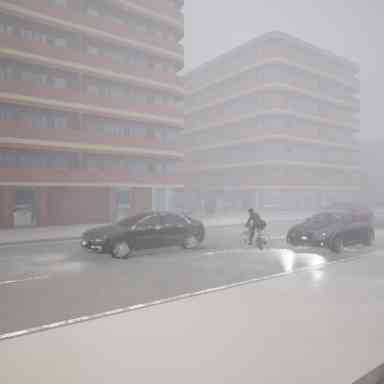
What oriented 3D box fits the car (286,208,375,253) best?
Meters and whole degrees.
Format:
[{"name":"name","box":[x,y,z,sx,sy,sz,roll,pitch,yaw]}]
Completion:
[{"name":"car","box":[5.801,1.562,13.817,4.181,1.385,1.994,0,0,-38]}]

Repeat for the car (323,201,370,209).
[{"name":"car","box":[9.398,1.351,20.727,4.553,1.767,2.097,0,0,-36]}]

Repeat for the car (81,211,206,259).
[{"name":"car","box":[-1.695,1.506,12.681,4.892,1.490,1.837,0,0,-36]}]

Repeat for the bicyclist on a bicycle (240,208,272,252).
[{"name":"bicyclist on a bicycle","box":[2.402,1.450,12.740,0.582,1.620,1.656,0,-2,-36]}]
